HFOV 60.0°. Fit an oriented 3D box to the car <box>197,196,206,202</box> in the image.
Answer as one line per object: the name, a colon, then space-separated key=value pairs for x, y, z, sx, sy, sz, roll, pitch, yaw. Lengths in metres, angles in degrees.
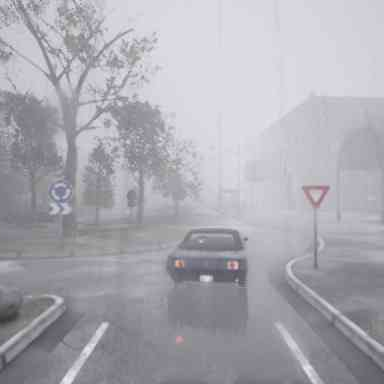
car: x=2.275 y=1.598 z=78.354 sx=1.895 sy=1.301 sz=4.718 roll=0 pitch=0 yaw=5

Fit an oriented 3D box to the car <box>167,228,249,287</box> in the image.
car: x=0.696 y=1.704 z=9.700 sx=1.895 sy=1.301 sz=4.718 roll=0 pitch=-1 yaw=9

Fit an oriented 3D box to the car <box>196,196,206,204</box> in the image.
car: x=1.706 y=1.691 z=67.996 sx=1.837 sy=1.490 sz=4.892 roll=0 pitch=0 yaw=3

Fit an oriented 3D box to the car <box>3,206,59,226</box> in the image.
car: x=-13.102 y=2.003 z=28.169 sx=5.008 sy=1.535 sz=1.882 roll=1 pitch=-3 yaw=-30
